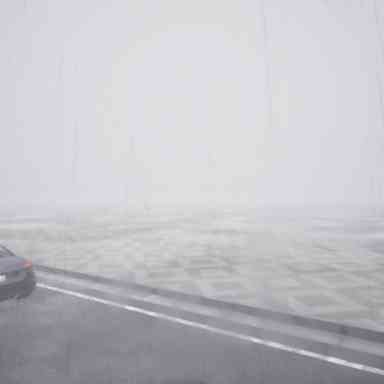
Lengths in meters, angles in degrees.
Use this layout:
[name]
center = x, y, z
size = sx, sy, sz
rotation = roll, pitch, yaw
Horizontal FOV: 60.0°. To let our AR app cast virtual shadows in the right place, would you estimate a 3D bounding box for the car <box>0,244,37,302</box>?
[car]
center = -5.430, 1.688, 7.555
size = 4.181, 1.385, 1.994
rotation = -1, -1, 34
